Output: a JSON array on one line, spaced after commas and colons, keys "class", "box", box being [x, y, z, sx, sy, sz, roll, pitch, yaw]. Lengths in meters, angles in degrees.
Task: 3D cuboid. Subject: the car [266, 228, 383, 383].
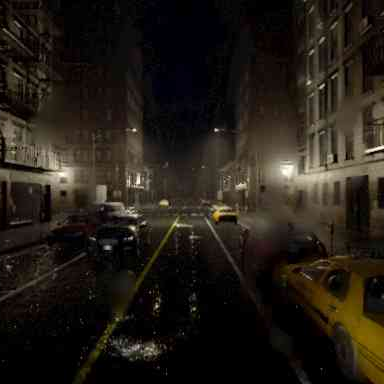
[{"class": "car", "box": [2.662, 1.584, 5.324, 1.752, 1.417, 4.829, 0, -1, 0]}]

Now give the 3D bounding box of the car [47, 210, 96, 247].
[{"class": "car", "box": [-5.402, 1.757, 15.959, 1.802, 1.307, 4.206, 0, -1, 0]}]

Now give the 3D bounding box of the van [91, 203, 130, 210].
[{"class": "van", "box": [-5.403, 1.575, 21.367, 1.690, 1.788, 3.998, 0, -1, 0]}]

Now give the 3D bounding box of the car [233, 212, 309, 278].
[{"class": "car", "box": [2.654, 1.556, 10.560, 1.967, 1.590, 4.097, 0, -1, 0]}]

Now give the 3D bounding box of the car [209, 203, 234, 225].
[{"class": "car", "box": [2.629, 1.819, 26.947, 1.752, 1.417, 4.829, 0, -1, 0]}]

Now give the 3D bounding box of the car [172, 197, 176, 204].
[{"class": "car", "box": [-5.431, 2.391, 76.094, 1.947, 1.339, 4.313, 0, -1, 0]}]

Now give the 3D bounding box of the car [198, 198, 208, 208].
[{"class": "car", "box": [2.603, 2.193, 59.057, 2.008, 1.369, 4.403, 0, -1, 0]}]

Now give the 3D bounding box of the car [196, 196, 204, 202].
[{"class": "car", "box": [2.590, 2.326, 81.784, 1.967, 1.590, 4.097, 0, -1, 0]}]

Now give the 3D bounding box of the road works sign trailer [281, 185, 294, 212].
[{"class": "road works sign trailer", "box": [13.371, 0.860, 43.986, 2.880, 3.560, 2.380, 0, -1, 0]}]

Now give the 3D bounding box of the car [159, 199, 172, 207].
[{"class": "car", "box": [-5.425, 2.228, 64.562, 1.752, 1.417, 4.829, 0, -1, 0]}]

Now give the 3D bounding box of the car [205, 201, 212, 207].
[{"class": "car", "box": [2.621, 1.901, 32.182, 2.008, 1.369, 4.403, 0, -1, 0]}]

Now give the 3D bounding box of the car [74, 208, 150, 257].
[{"class": "car", "box": [-2.855, 1.642, 13.717, 2.128, 1.511, 4.902, 0, -1, 0]}]

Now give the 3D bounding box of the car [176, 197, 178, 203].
[{"class": "car", "box": [-5.438, 2.497, 87.456, 2.008, 1.369, 4.403, 0, -1, 0]}]
